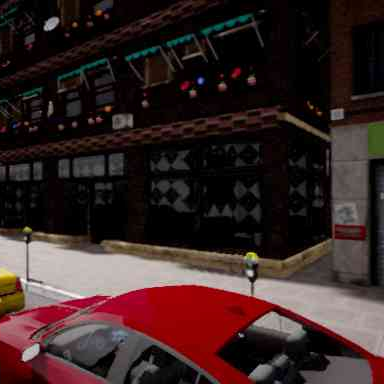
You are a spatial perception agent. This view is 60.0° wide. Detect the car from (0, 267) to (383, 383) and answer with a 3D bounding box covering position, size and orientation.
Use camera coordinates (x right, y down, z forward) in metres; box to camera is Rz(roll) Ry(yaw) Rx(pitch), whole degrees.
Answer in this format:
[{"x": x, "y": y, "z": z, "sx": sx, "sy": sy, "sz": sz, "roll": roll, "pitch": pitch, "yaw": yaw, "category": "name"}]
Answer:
[{"x": -0.286, "y": 1.544, "z": 2.935, "sx": 4.507, "sy": 1.381, "sz": 1.887, "roll": 0, "pitch": -1, "yaw": 36, "category": "car"}]
